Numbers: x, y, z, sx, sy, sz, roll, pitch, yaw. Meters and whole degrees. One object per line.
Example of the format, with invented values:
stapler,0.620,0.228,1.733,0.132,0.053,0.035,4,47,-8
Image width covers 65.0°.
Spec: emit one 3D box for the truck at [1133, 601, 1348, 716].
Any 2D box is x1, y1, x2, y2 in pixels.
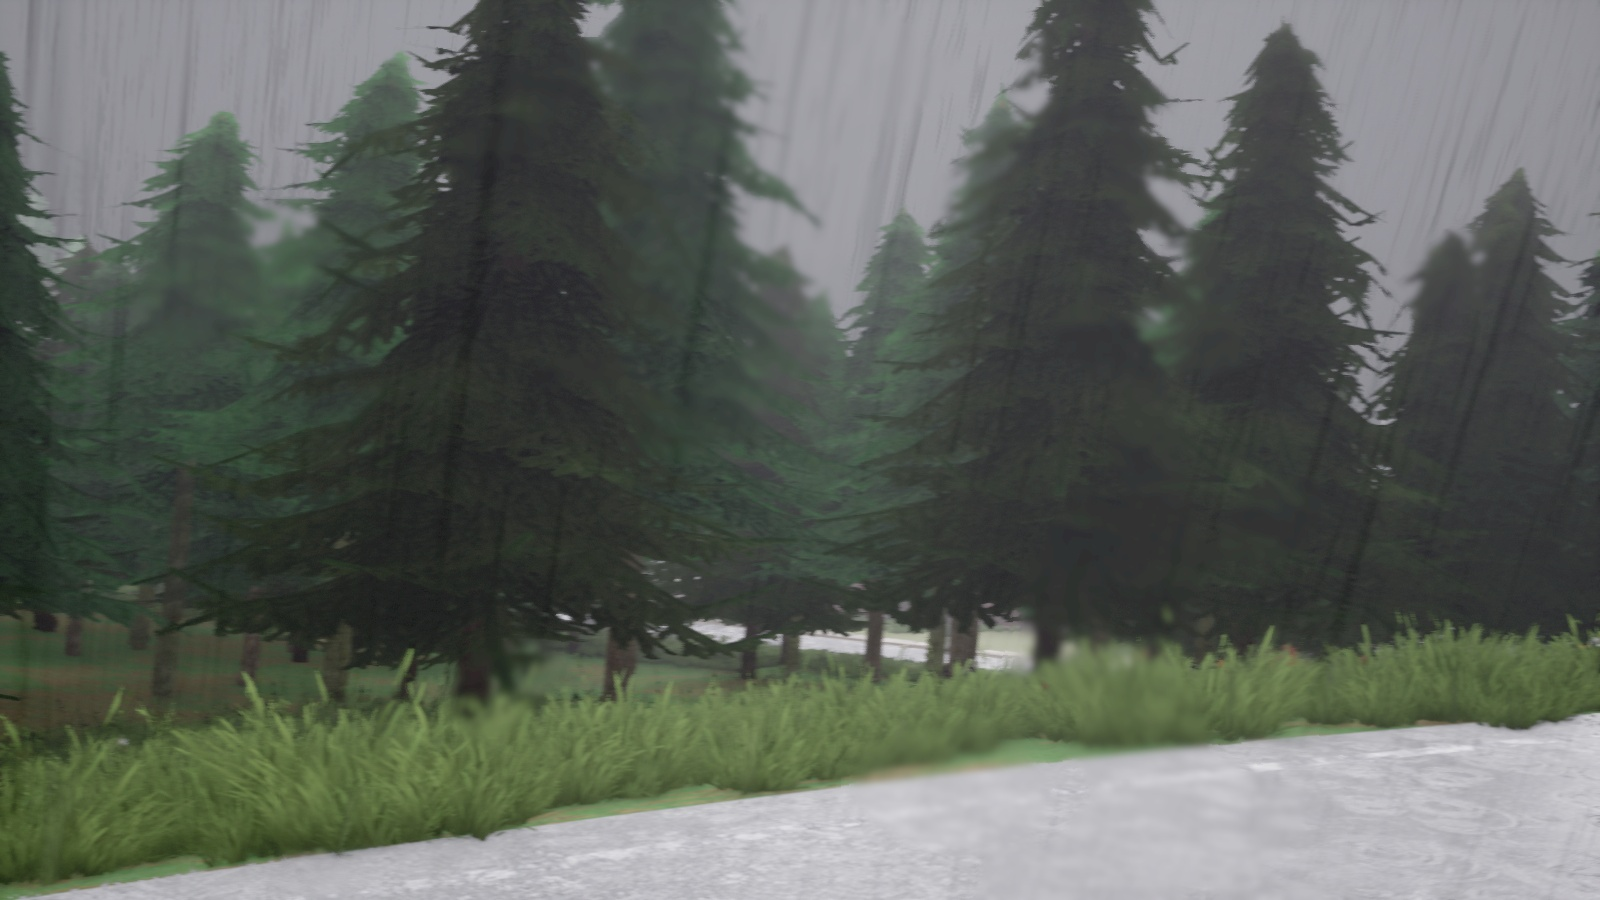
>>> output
truck,19.122,8.991,54.892,8.468,3.827,2.891,3,-2,18
